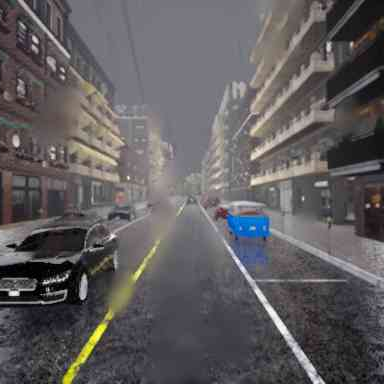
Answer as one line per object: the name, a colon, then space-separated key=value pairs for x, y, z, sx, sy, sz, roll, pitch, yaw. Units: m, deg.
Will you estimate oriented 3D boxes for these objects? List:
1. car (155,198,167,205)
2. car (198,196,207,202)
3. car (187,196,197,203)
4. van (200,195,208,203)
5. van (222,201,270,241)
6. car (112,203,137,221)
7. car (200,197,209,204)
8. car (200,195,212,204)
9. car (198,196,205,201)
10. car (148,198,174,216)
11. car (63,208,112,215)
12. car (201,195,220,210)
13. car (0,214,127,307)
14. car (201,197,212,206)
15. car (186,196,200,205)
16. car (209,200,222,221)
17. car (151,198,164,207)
car: x=-5.694 y=1.739 z=61.253 sx=1.802 sy=1.307 sz=4.206 roll=1 pitch=0 yaw=0
car: x=2.682 y=1.764 z=83.500 sx=2.008 sy=1.369 sz=4.403 roll=1 pitch=0 yaw=0
car: x=-0.016 y=1.635 z=71.472 sx=2.033 sy=1.411 sz=5.357 roll=0 pitch=0 yaw=0
van: x=2.686 y=1.539 z=77.929 sx=1.690 sy=1.788 sz=3.998 roll=1 pitch=0 yaw=0
van: x=2.700 y=1.382 z=16.648 sx=1.690 sy=1.788 sz=3.998 roll=1 pitch=0 yaw=0
car: x=-5.685 y=1.637 z=27.826 sx=1.947 sy=1.339 sz=4.313 roll=1 pitch=0 yaw=0
car: x=2.685 y=1.728 z=72.358 sx=1.887 sy=1.381 sz=4.507 roll=1 pitch=0 yaw=0
car: x=2.689 y=1.484 z=66.787 sx=2.192 sy=1.841 sz=5.009 roll=1 pitch=0 yaw=0
car: x=2.679 y=1.768 z=94.812 sx=1.752 sy=1.417 sz=4.829 roll=1 pitch=0 yaw=0
car: x=-3.008 y=1.619 z=34.023 sx=1.812 sy=1.442 sz=4.674 roll=0 pitch=0 yaw=0
car: x=-5.682 y=1.609 z=16.685 sx=1.947 sy=1.339 sz=4.313 roll=1 pitch=0 yaw=0
car: x=2.694 y=1.426 z=44.503 sx=2.192 sy=1.841 sz=5.009 roll=1 pitch=0 yaw=0
car: x=-3.089 y=1.527 z=8.217 sx=1.837 sy=1.490 sz=4.892 roll=0 pitch=0 yaw=0
car: x=2.687 y=1.680 z=61.385 sx=1.752 sy=1.417 sz=4.829 roll=1 pitch=0 yaw=0
car: x=-0.014 y=1.508 z=61.397 sx=2.097 sy=1.767 sz=4.553 roll=0 pitch=0 yaw=0
car: x=2.695 y=1.614 z=27.789 sx=1.887 sy=1.381 sz=4.507 roll=1 pitch=0 yaw=0
car: x=-5.692 y=1.724 z=55.682 sx=1.802 sy=1.307 sz=4.206 roll=1 pitch=0 yaw=0
